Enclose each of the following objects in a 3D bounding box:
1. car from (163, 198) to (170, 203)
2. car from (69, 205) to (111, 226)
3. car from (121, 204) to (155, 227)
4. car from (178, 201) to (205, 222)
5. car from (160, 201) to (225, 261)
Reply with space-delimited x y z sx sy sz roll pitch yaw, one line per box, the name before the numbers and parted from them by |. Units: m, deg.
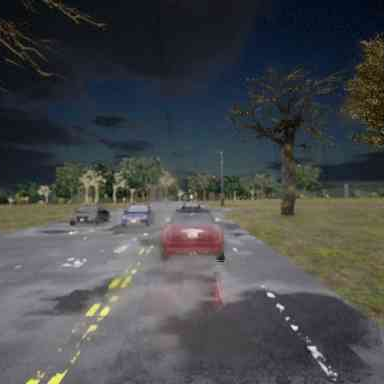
car | -7.247 2.316 94.193 2.128 1.511 4.902 0 -1 0
car | -7.157 1.624 23.658 1.994 1.385 4.181 0 0 0
car | -3.658 1.582 23.212 1.812 1.442 4.674 0 0 0
car | -0.032 1.558 27.841 2.128 1.511 4.902 0 0 0
car | 0.025 1.380 12.565 2.097 1.767 4.553 0 0 0
